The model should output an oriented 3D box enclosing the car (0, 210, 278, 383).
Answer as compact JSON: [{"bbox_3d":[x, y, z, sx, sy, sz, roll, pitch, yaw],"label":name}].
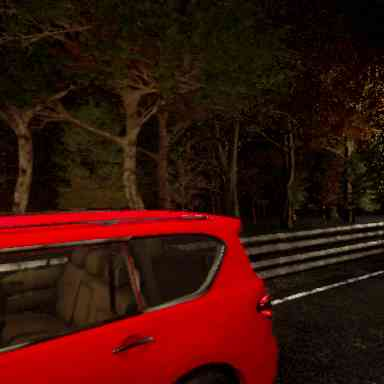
[{"bbox_3d":[-1.804,1.221,2.379,5.566,2.045,2.150,0,0,-35],"label":"car"}]
